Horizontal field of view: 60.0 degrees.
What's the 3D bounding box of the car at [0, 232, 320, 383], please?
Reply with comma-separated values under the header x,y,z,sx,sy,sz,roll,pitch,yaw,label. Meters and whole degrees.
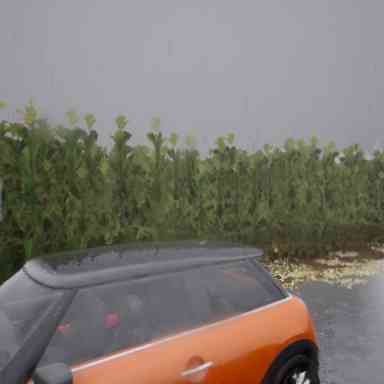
x,y,z,sx,sy,sz,roll,pitch,yaw,label
-0.972,1.346,2.908,4.553,1.767,2.097,-1,0,-35,car
